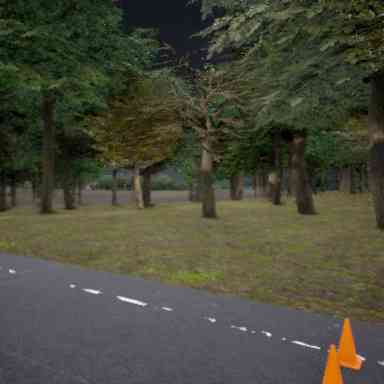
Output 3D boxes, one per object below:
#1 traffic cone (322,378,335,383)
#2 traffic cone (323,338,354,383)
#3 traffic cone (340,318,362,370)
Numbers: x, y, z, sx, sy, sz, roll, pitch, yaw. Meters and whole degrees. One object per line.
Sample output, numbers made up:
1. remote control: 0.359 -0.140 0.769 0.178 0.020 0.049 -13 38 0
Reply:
1. traffic cone: 1.039 2.011 2.924 0.340 0.580 0.340 0 -1 33
2. traffic cone: 1.587 2.028 3.760 0.340 0.580 0.340 0 -1 33
3. traffic cone: 2.135 2.045 4.596 0.340 0.580 0.340 0 -1 33
